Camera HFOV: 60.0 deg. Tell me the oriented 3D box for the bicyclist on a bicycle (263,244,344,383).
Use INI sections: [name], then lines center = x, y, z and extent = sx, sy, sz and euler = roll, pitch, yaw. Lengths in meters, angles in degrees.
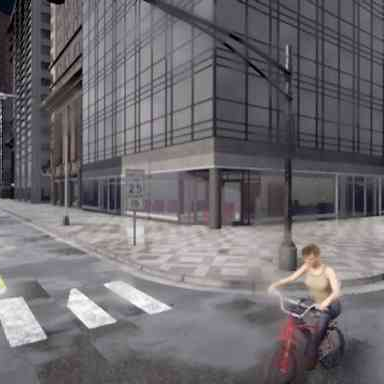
[bicyclist on a bicycle]
center = 1.382, 1.432, 3.967
extent = 1.509, 1.612, 0.866
euler = 0, 0, -35
